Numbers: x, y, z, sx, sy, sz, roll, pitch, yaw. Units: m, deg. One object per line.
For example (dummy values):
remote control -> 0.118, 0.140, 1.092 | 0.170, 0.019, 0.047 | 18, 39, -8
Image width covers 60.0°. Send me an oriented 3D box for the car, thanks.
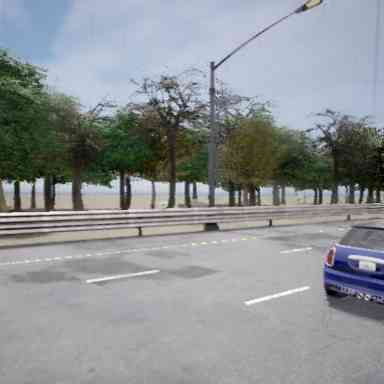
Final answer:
car -> 5.000, 1.417, 7.432 | 4.553, 1.767, 2.097 | 1, 0, -35
